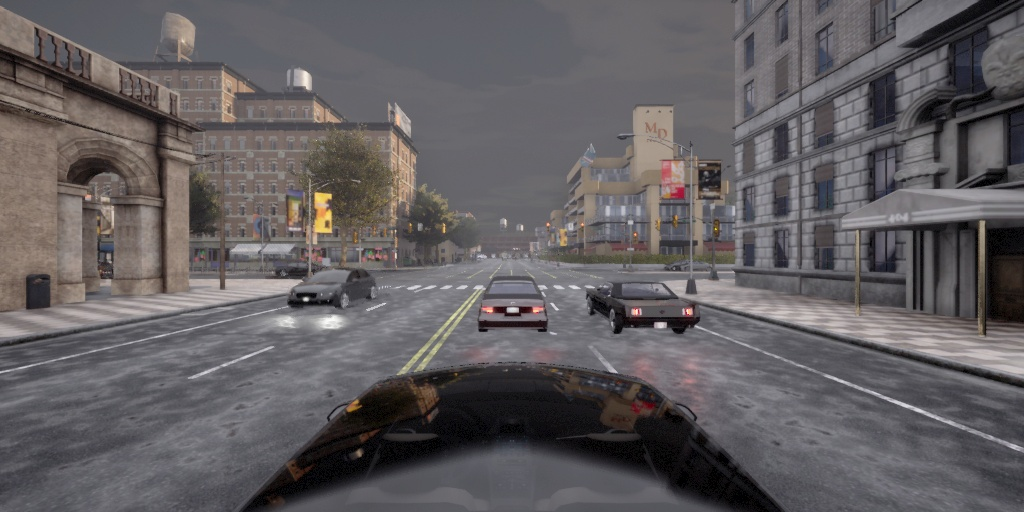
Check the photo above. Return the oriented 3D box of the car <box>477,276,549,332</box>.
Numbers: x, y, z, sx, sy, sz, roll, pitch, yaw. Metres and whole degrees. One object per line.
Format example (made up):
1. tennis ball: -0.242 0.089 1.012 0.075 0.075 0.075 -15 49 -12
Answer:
1. car: 0.019 1.297 10.821 2.033 1.411 5.357 0 0 0

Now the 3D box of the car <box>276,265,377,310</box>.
1. car: -7.161 1.255 14.845 1.837 1.490 4.892 0 0 -1

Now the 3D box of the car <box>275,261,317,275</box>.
1. car: -18.972 1.228 32.963 5.008 1.535 1.882 0 0 0

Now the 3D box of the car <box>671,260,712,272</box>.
1. car: 22.709 1.314 44.758 4.181 1.385 1.994 0 0 0

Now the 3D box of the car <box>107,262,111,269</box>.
1. car: -33.594 1.275 32.928 4.674 1.442 1.812 0 0 0

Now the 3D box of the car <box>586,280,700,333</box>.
1. car: 3.520 1.351 10.703 1.895 1.301 4.718 0 0 0

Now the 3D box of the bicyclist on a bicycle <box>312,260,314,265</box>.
1. bicyclist on a bicycle: -31.369 1.050 55.916 0.582 1.620 1.656 0 0 0

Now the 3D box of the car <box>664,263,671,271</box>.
1. car: 23.004 1.242 48.255 4.902 1.511 2.128 0 0 0
